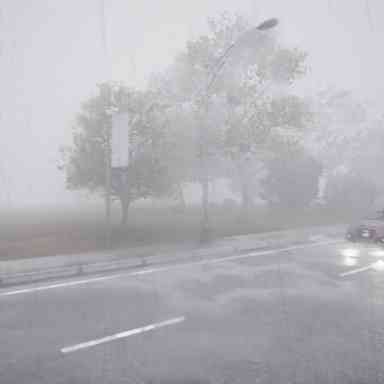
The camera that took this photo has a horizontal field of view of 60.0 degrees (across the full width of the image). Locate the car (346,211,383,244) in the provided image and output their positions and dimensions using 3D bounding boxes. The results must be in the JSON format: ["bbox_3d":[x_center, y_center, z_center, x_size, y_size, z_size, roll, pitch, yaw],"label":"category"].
[{"bbox_3d":[8.711,1.574,14.833,4.181,1.385,1.994,0,0,-37],"label":"car"}]
